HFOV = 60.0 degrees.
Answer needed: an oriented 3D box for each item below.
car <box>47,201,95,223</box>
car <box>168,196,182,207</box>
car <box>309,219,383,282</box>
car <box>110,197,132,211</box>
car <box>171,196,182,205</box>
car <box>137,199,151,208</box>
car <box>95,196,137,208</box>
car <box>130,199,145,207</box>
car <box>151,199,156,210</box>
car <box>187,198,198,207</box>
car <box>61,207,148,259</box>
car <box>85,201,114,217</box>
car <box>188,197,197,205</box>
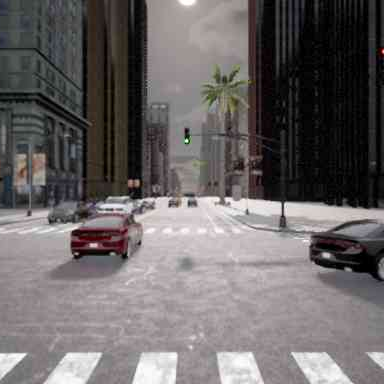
[{"bbox_3d":[-9.847,1.526,26.929,2.097,1.767,4.553,0,0,1],"label":"car"},{"bbox_3d":[-3.190,1.885,58.184,1.837,1.490,4.892,0,0,0],"label":"car"},{"bbox_3d":[5.831,1.545,10.001,5.008,1.535,1.882,0,-2,-26],"label":"car"},{"bbox_3d":[-9.703,1.650,45.836,2.097,1.767,4.553,0,0,0],"label":"car"},{"bbox_3d":[-3.179,1.690,68.576,2.097,1.767,4.553,0,0,0],"label":"car"},{"bbox_3d":[-6.521,1.747,39.171,2.128,1.511,4.902,0,0,1],"label":"car"},{"bbox_3d":[-6.562,1.411,29.129,2.150,2.045,5.566,0,0,0],"label":"car"},{"bbox_3d":[-9.693,1.991,59.847,1.895,1.301,4.718,0,0,0],"label":"car"},{"bbox_3d":[-6.450,1.813,49.294,2.128,1.511,4.902,0,0,0],"label":"car"},{"bbox_3d":[0.062,1.896,59.774,1.837,1.490,4.892,0,0,0],"label":"car"},{"bbox_3d":[-3.136,1.563,13.089,1.882,1.535,5.008,0,0,0],"label":"car"},{"bbox_3d":[-9.794,1.757,35.622,1.812,1.442,4.674,0,0,0],"label":"car"},{"bbox_3d":[0.072,1.936,69.907,1.882,1.535,5.008,0,0,0],"label":"car"}]
